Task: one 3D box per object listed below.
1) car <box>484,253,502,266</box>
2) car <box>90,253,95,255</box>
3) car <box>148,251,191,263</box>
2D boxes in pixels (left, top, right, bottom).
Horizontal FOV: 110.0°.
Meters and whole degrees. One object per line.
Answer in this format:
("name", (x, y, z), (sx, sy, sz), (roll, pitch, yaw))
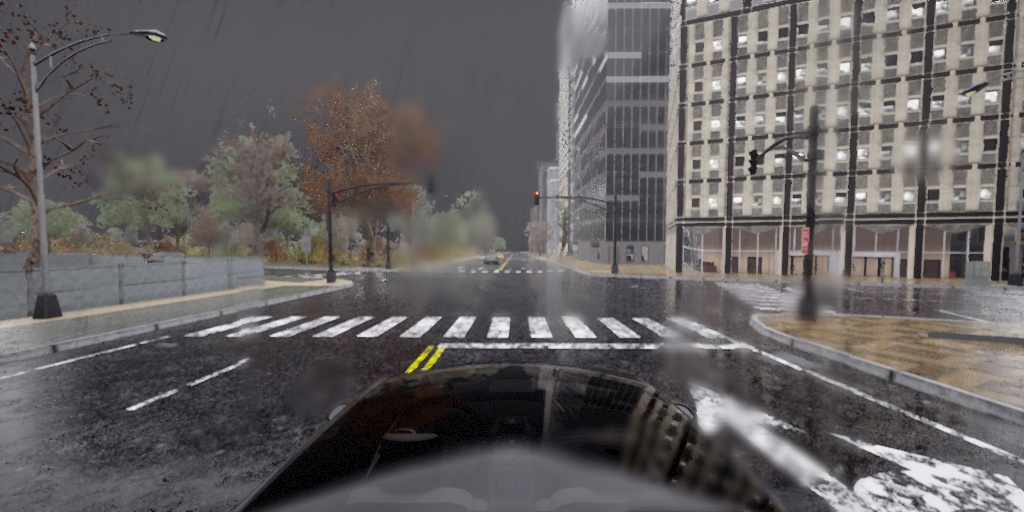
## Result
("car", (-2.742, 0.514, 48.776), (1.882, 1.535, 5.008), (0, 2, 1))
("car", (-45.455, 0.365, 38.413), (5.357, 1.411, 2.033), (1, 3, 22))
("car", (-30.806, 0.389, 32.658), (4.553, 1.767, 2.097), (1, 3, 21))
